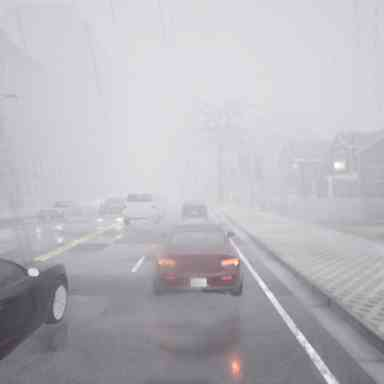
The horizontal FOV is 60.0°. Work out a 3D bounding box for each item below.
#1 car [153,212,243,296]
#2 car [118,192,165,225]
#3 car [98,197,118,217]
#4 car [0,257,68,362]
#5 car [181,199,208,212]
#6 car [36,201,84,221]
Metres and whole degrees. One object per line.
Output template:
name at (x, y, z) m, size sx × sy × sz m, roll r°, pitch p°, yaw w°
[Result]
car at (0.128, 1.447, 8.296) m, size 1.812 × 1.442 × 4.674 m, roll 0°, pitch 1°, yaw 0°
car at (-3.071, 1.010, 22.058) m, size 2.150 × 2.045 × 5.566 m, roll 0°, pitch 1°, yaw 0°
car at (-6.500, 1.234, 28.154) m, size 1.837 × 1.490 × 4.892 m, roll 0°, pitch 1°, yaw 0°
car at (-3.139, 1.440, 3.965) m, size 1.882 × 1.535 × 5.008 m, roll 0°, pitch 1°, yaw 0°
car at (0.189, 1.234, 25.275) m, size 1.882 × 1.535 × 5.008 m, roll 0°, pitch 1°, yaw 0°
car at (-9.764, 1.363, 24.853) m, size 1.895 × 1.301 × 4.718 m, roll 0°, pitch 1°, yaw 0°
